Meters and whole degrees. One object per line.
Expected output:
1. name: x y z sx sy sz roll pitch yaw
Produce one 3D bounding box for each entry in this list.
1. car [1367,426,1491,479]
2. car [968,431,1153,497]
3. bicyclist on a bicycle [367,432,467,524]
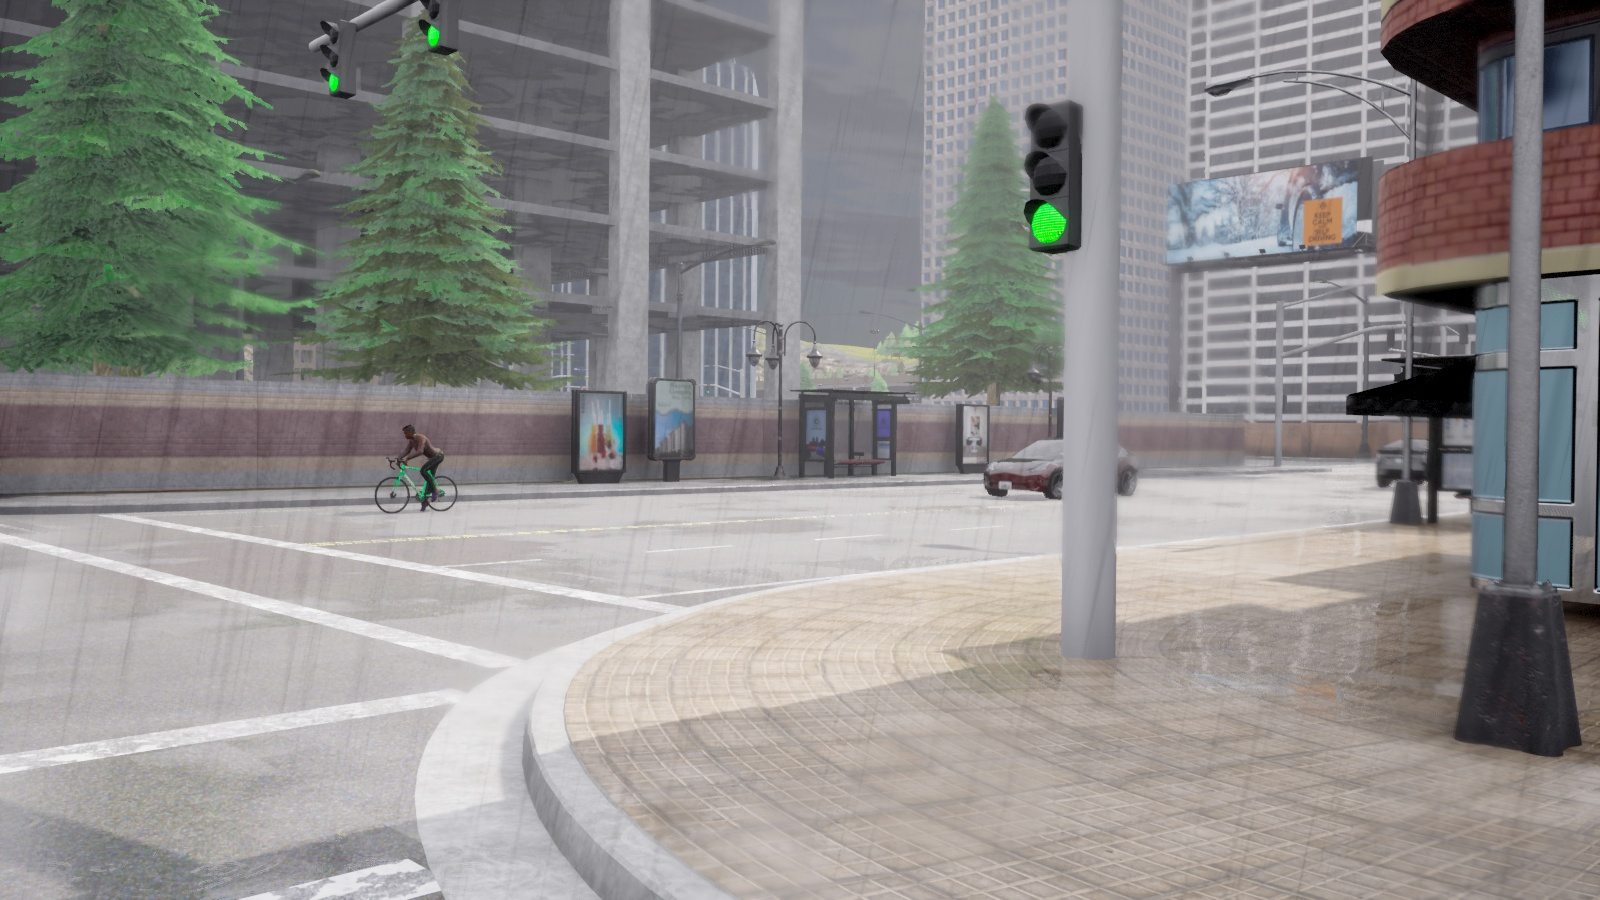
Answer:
1. car: 19.417 0.030 38.675 4.514 1.525 2.007 -1 1 -44
2. car: 6.553 0.300 31.270 4.792 1.488 2.163 -1 1 -43
3. bicyclist on a bicycle: -7.053 0.487 23.169 1.656 1.620 0.582 -2 1 -44
